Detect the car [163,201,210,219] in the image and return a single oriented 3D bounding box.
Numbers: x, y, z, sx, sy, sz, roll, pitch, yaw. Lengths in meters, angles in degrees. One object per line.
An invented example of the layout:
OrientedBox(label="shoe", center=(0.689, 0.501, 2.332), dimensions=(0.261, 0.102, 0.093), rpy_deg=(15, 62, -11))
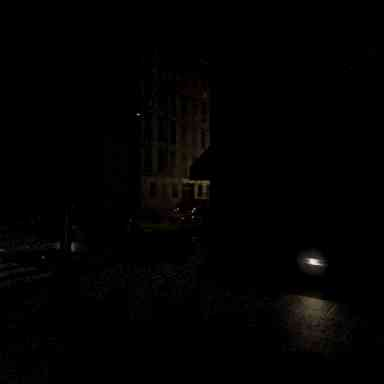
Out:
OrientedBox(label="car", center=(-0.402, 1.521, 28.961), dimensions=(1.947, 1.339, 4.313), rpy_deg=(0, 0, 36))

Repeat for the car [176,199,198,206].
OrientedBox(label="car", center=(0.605, 1.321, 25.996), dimensions=(2.097, 1.767, 4.553), rpy_deg=(0, 0, 35))

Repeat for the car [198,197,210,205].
OrientedBox(label="car", center=(2.826, 1.314, 19.667), dimensions=(2.192, 1.841, 5.009), rpy_deg=(0, 0, 36))

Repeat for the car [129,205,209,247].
OrientedBox(label="car", center=(-0.378, 1.530, 15.185), dimensions=(1.752, 1.417, 4.829), rpy_deg=(0, 0, 36))

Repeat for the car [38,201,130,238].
OrientedBox(label="car", center=(-5.229, 1.457, 17.827), dimensions=(1.882, 1.535, 5.008), rpy_deg=(0, 0, 34))

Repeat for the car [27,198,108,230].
OrientedBox(label="car", center=(-7.001, 1.282, 19.718), dimensions=(2.192, 1.841, 5.009), rpy_deg=(0, 0, 36))
